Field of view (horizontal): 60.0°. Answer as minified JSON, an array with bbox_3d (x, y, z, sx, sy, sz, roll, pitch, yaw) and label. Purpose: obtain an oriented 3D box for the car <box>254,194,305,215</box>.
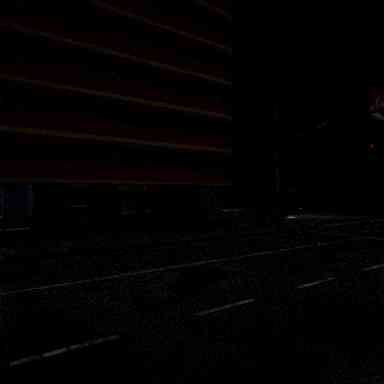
[{"bbox_3d":[8.876,1.221,34.365,2.150,2.045,5.566,0,0,-36],"label":"car"}]
